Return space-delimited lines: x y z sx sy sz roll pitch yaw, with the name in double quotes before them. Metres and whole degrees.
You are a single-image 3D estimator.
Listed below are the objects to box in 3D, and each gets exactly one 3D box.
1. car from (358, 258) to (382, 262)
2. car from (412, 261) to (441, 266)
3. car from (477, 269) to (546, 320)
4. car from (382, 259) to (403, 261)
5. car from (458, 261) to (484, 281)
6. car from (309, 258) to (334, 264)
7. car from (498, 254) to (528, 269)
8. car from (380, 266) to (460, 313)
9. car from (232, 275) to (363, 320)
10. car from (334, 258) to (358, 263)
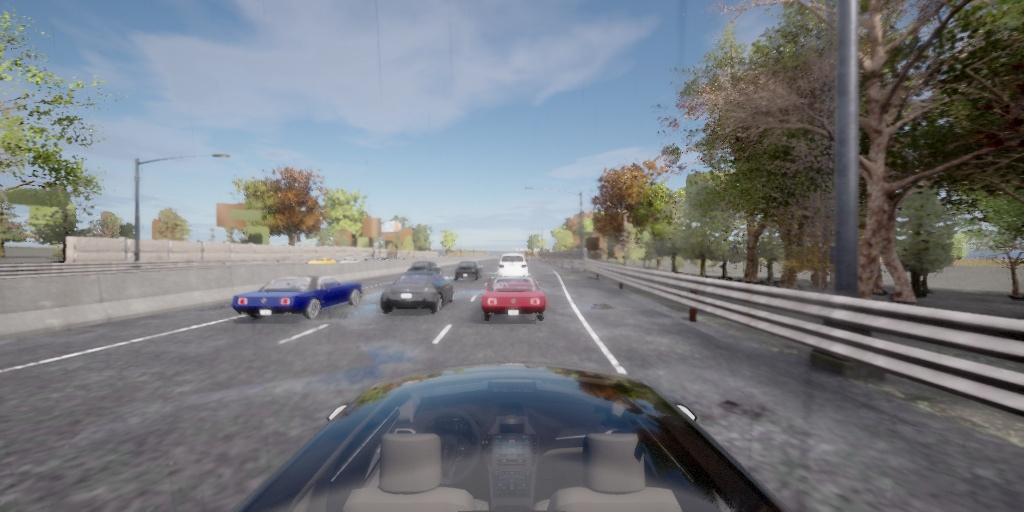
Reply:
"car" -21.047 1.023 54.757 2.128 1.511 4.902 0 0 1
"car" -6.925 1.135 28.873 1.837 1.490 4.892 0 1 0
"car" 0.063 1.301 12.350 1.895 1.301 4.718 0 0 0
"car" -17.552 1.134 54.485 1.895 1.301 4.718 0 0 1
"car" -3.425 1.135 28.851 1.837 1.490 4.892 0 1 0
"car" -28.045 1.015 53.155 1.882 1.535 5.008 0 0 0
"car" 0.067 0.857 27.682 2.150 2.045 5.566 0 1 0
"car" -3.428 1.258 13.687 1.994 1.385 4.181 0 0 0
"car" -6.937 1.301 12.355 1.895 1.301 4.718 0 0 0
"car" -24.544 1.059 54.482 1.812 1.442 4.674 0 0 0
